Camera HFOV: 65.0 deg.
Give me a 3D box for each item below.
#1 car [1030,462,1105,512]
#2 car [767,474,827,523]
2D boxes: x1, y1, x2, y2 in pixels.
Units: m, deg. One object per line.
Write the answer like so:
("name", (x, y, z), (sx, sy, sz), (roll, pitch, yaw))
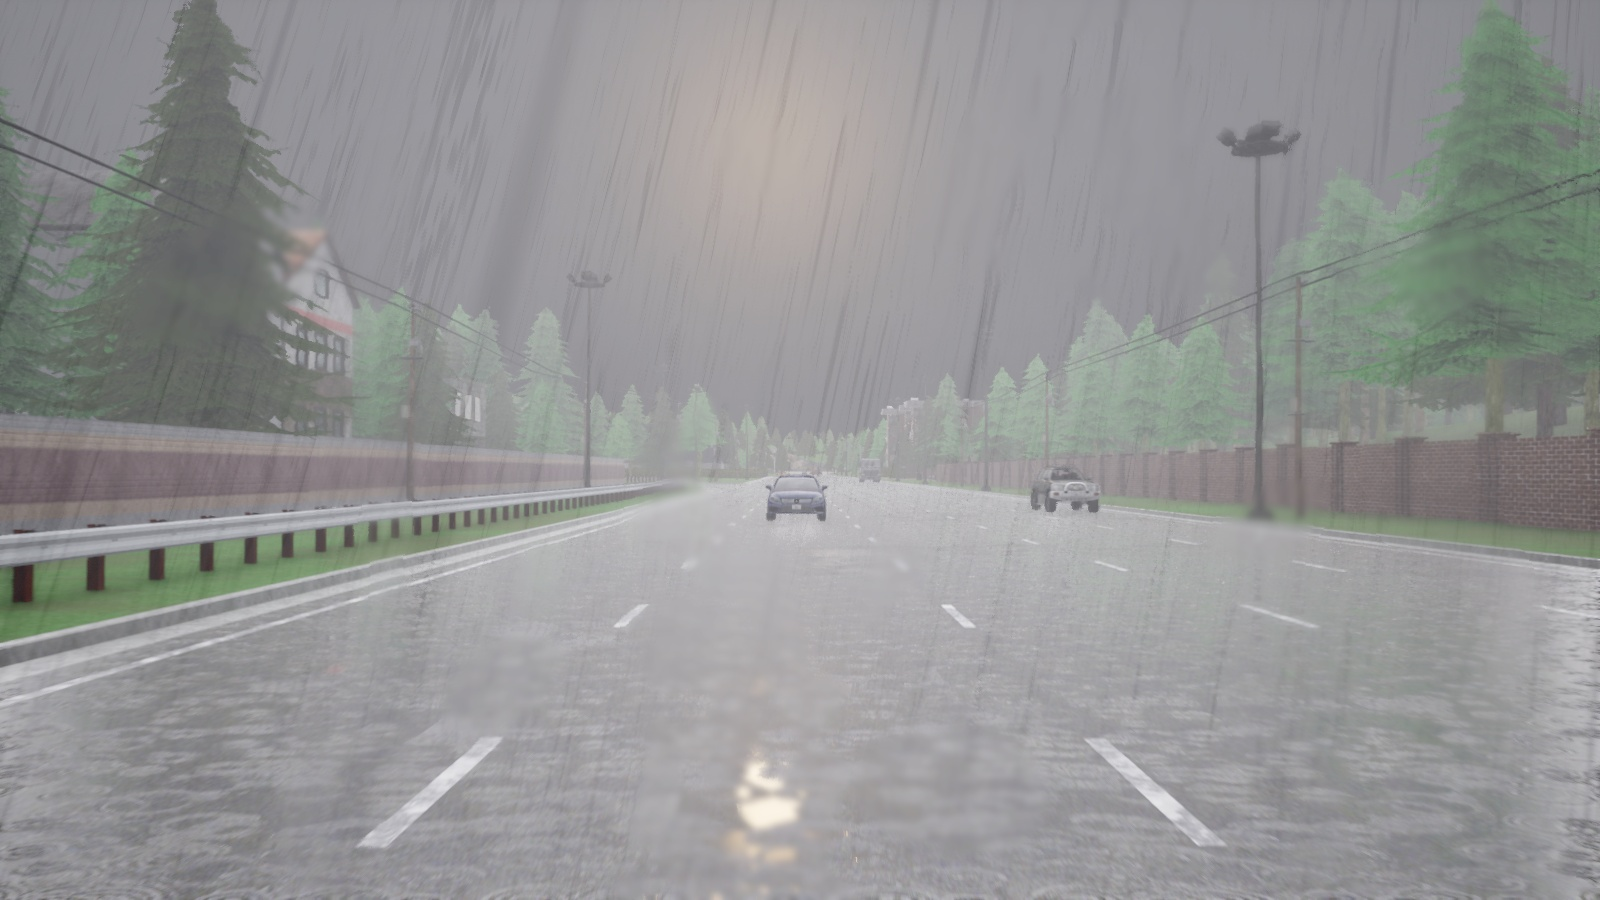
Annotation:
("car", (10.381, 1.412, 49.142), (1.932, 1.855, 4.605), (0, -1, 0))
("car", (-0.097, 1.515, 40.307), (1.812, 1.442, 4.674), (0, -1, 0))
